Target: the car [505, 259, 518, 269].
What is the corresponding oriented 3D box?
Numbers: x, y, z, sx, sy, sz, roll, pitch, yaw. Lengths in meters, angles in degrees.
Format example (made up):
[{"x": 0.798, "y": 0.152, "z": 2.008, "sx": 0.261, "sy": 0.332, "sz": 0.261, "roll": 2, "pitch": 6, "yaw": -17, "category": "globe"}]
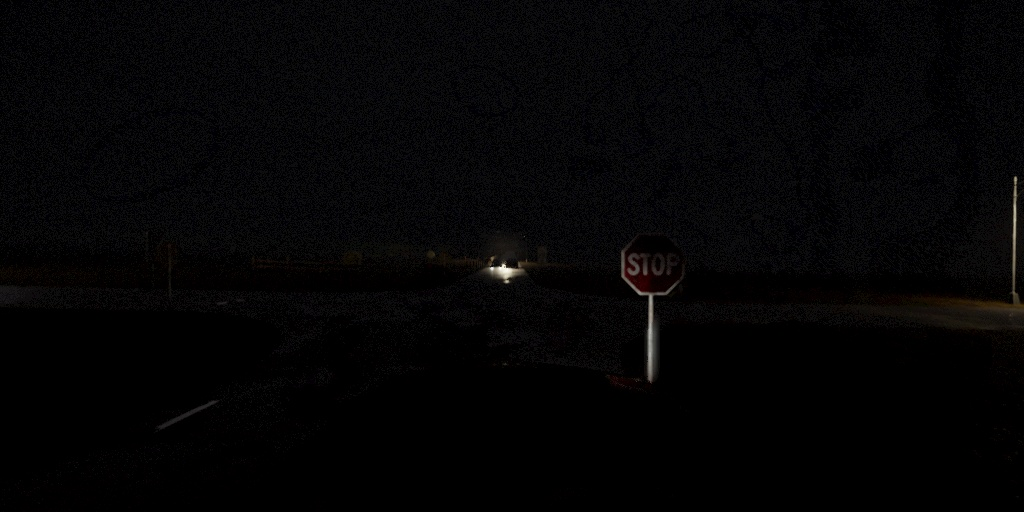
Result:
[{"x": -0.029, "y": 1.210, "z": 60.378, "sx": 2.097, "sy": 1.767, "sz": 4.553, "roll": 0, "pitch": 0, "yaw": 0, "category": "car"}]
